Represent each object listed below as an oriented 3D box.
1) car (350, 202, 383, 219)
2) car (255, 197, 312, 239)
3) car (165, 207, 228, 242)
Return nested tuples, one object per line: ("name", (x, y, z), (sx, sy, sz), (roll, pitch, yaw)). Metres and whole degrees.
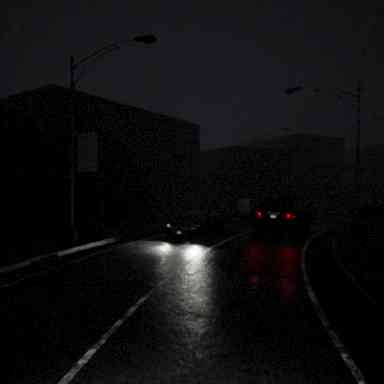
("car", (17.056, 1.692, 31.749), (5.008, 1.535, 1.882), (1, 0, -38))
("car", (5.103, 1.274, 18.155), (2.150, 2.045, 5.566), (1, 0, 28))
("car", (0.411, 1.518, 16.793), (1.812, 1.442, 4.674), (1, 0, 25))
